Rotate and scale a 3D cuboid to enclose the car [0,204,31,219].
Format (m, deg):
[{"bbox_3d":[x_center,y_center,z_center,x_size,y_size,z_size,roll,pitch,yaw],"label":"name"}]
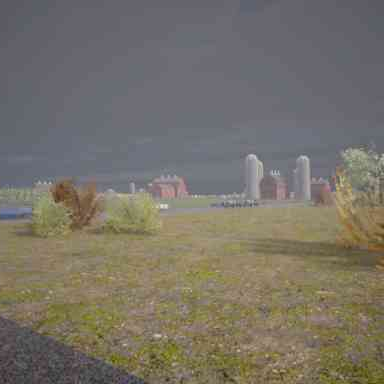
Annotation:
[{"bbox_3d":[-17.488,1.770,30.410,2.033,1.411,5.357,-1,-1,38],"label":"car"}]

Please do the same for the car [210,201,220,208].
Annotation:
[{"bbox_3d":[5.222,2.310,61.567,1.895,1.301,4.718,-1,-1,36],"label":"car"}]

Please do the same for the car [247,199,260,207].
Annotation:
[{"bbox_3d":[11.487,2.173,64.283,1.812,1.442,4.674,-1,-1,36],"label":"car"}]

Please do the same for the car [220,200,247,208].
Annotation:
[{"bbox_3d":[7.343,2.093,58.468,1.812,1.442,4.674,-1,-1,36],"label":"car"}]

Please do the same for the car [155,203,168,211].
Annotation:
[{"bbox_3d":[-5.515,2.044,46.828,1.895,1.301,4.718,-1,-1,36],"label":"car"}]
